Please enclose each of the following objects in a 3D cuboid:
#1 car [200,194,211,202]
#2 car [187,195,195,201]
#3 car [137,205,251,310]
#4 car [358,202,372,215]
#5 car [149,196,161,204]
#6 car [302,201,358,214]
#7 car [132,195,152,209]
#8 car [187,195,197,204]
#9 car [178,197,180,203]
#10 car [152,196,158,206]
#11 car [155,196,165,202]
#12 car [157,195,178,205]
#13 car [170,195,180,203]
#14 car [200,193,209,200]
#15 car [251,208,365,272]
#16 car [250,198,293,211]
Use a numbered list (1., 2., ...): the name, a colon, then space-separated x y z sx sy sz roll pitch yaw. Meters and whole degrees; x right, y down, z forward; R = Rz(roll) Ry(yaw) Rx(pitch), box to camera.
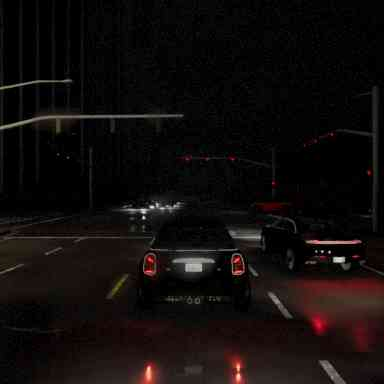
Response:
1. car: 3.364 1.519 77.434 1.812 1.442 4.674 0 0 0
2. car: -0.155 1.540 87.738 2.033 1.411 5.357 0 0 0
3. car: 0.043 1.352 7.992 2.097 1.767 4.553 0 0 0
4. car: 19.794 1.533 34.688 5.008 1.535 1.882 0 0 0
5. car: -7.164 1.526 64.195 1.812 1.442 4.674 0 0 0
6. car: 12.521 1.581 31.151 4.674 1.442 1.812 0 0 0
7. car: -7.175 1.526 46.496 1.812 1.442 4.674 0 0 0
8. car: -0.011 1.477 63.616 1.882 1.535 5.008 0 0 0
9. car: -3.678 1.491 60.320 2.128 1.511 4.902 0 0 0
10. car: -7.184 1.352 55.399 2.097 1.767 4.553 0 0 0
11. car: -7.131 1.594 74.238 1.895 1.301 4.718 0 0 0
12. car: -3.678 1.547 50.817 2.033 1.411 5.357 0 0 0
13. car: -3.624 1.500 70.530 1.837 1.490 4.892 0 0 0
14. car: 3.346 1.216 87.514 2.097 1.767 4.553 0 0 0
15. car: 3.600 1.492 10.801 2.128 1.511 4.902 0 0 -3
16. car: 8.590 1.393 35.860 4.553 1.767 2.097 0 0 18
